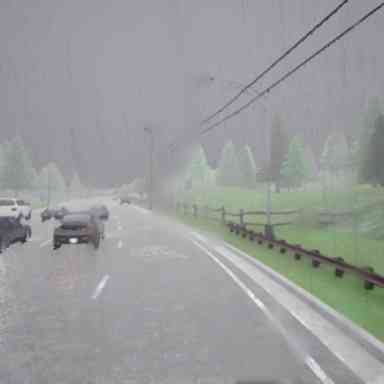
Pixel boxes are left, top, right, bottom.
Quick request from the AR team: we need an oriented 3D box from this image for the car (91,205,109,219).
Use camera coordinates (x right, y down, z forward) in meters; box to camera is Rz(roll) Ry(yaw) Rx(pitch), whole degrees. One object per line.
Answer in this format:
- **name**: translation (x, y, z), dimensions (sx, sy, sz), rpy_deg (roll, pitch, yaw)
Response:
- **car**: translation (-8.707, 1.892, 30.830), dimensions (1.994, 1.385, 4.181), rpy_deg (0, -1, -13)

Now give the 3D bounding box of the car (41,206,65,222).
- **car**: translation (-12.044, 1.919, 29.723), dimensions (1.895, 1.301, 4.718), rpy_deg (0, -1, -13)

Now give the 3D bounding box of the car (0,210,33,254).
- **car**: translation (-8.402, 1.700, 14.010), dimensions (2.033, 1.411, 5.357), rpy_deg (0, -1, -10)

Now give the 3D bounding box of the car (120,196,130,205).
- **car**: translation (-15.950, 2.059, 79.309), dimensions (2.150, 2.045, 5.566), rpy_deg (0, -1, -14)

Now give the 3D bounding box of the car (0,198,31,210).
- **car**: translation (-15.281, 1.529, 28.205), dimensions (2.150, 2.045, 5.566), rpy_deg (0, 0, -14)

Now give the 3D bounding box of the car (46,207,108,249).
- **car**: translation (-5.144, 1.673, 15.537), dimensions (1.837, 1.490, 4.892), rpy_deg (0, 0, -11)
